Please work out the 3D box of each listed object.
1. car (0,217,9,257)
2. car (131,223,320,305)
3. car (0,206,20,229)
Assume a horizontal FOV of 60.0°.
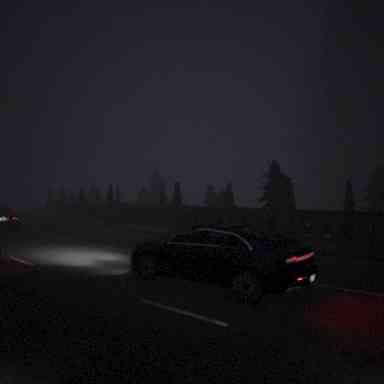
[{"bbox_3d":[-8.084,1.598,11.296,4.181,1.385,1.994,0,0,44],"label":"car"},{"bbox_3d":[0.545,1.521,8.222,4.902,1.511,2.128,0,0,38],"label":"car"},{"bbox_3d":[-12.404,1.611,21.127,2.033,1.411,5.357,0,0,-39],"label":"car"}]
